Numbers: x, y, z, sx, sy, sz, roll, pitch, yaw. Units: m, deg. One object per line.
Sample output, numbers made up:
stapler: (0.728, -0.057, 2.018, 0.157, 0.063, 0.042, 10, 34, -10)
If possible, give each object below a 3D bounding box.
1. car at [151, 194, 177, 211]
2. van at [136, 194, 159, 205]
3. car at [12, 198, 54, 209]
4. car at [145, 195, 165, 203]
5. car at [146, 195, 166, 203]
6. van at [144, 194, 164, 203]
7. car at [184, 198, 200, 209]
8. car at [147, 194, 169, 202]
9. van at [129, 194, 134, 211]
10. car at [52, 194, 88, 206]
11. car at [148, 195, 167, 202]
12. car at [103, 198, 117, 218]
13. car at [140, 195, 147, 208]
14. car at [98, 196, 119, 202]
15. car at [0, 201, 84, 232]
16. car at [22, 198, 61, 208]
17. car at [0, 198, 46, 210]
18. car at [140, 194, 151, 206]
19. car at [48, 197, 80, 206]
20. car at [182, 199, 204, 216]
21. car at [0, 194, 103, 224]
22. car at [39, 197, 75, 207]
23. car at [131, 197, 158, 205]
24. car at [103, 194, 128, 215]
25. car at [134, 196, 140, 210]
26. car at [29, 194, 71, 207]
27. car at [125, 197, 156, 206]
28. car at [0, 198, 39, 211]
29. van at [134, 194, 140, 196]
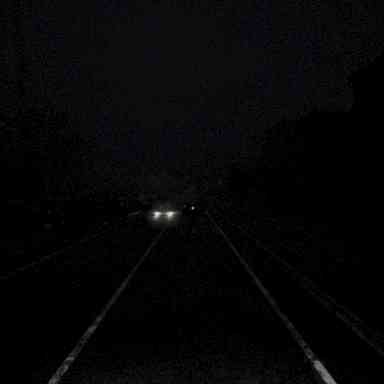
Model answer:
car: (-3.353, 1.258, 40.717, 2.150, 2.045, 5.566, 0, -1, 0)
van: (-8.788, 1.464, 65.819, 4.442, 1.987, 1.878, 0, -1, 0)
car: (-21.923, 1.563, 46.042, 4.792, 1.488, 2.163, 0, 0, 0)
car: (-8.960, 1.694, 79.833, 4.553, 1.767, 2.185, 0, -1, 0)
car: (-8.902, 1.720, 82.637, 4.553, 1.767, 2.185, 0, -1, 0)
van: (-8.807, 1.568, 77.031, 4.442, 1.987, 1.878, 0, -1, 0)
car: (0.001, 1.617, 46.649, 2.033, 1.411, 5.357, 0, 0, 1)
car: (-8.914, 1.646, 88.244, 5.566, 2.045, 2.435, 0, -1, 0)
van: (-8.741, 1.240, 34.985, 4.442, 1.987, 1.878, 0, 0, 0)
car: (-21.946, 1.385, 59.967, 5.566, 2.045, 2.435, 0, -1, 0)
car: (-8.906, 1.746, 85.440, 4.553, 1.767, 2.185, 0, -1, 0)
car: (-8.858, 1.423, 26.574, 4.892, 1.521, 2.231, 0, 0, 0)
car: (-8.863, 1.517, 43.394, 5.008, 1.535, 2.097, 0, 0, 0)
car: (-22.027, 1.896, 87.849, 4.892, 1.521, 2.231, 0, -1, 0)
car: (-8.847, 1.408, 18.169, 4.892, 1.521, 2.231, 0, 0, 0)
car: (-21.986, 1.580, 48.827, 4.792, 1.488, 2.163, 0, 0, 0)
car: (-21.942, 1.516, 43.257, 5.008, 1.535, 2.097, 0, 0, 0)
car: (-8.901, 1.282, 46.199, 5.566, 2.045, 2.435, 0, 0, 0)
car: (-21.968, 1.651, 57.057, 4.674, 1.452, 2.002, 0, 0, 0)
car: (0.086, 1.485, 31.779, 2.163, 1.488, 4.792, 0, -1, 0)
car: (-8.881, 1.158, 20.970, 5.566, 2.045, 2.435, 0, 0, 0)
car: (-21.961, 1.590, 54.397, 5.008, 1.535, 2.097, 0, 0, 0)
car: (-8.930, 1.693, 63.013, 4.792, 1.488, 2.163, 0, -1, 0)
car: (-8.881, 1.184, 29.380, 5.566, 2.045, 2.435, 0, 0, 0)
car: (-8.854, 1.484, 37.788, 4.892, 1.521, 2.231, 0, 0, 0)
car: (-21.933, 1.318, 51.612, 5.566, 2.045, 2.435, 0, 0, 0)
car: (-8.886, 1.613, 57.410, 5.008, 1.535, 2.097, 0, -1, 0)
car: (-21.758, 1.496, 40.471, 5.366, 1.575, 1.946, 0, 0, 0)
van: (-8.980, 1.274, 40.592, 4.442, 1.987, 1.878, 0, 0, 0)
